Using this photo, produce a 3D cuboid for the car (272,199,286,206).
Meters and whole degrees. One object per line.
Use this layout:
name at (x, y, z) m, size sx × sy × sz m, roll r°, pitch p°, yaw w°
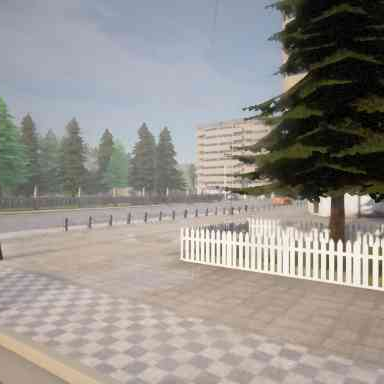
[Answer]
car at (15.431, 1.352, 56.690) m, size 2.097 × 1.767 × 4.553 m, roll 0°, pitch 0°, yaw 36°
